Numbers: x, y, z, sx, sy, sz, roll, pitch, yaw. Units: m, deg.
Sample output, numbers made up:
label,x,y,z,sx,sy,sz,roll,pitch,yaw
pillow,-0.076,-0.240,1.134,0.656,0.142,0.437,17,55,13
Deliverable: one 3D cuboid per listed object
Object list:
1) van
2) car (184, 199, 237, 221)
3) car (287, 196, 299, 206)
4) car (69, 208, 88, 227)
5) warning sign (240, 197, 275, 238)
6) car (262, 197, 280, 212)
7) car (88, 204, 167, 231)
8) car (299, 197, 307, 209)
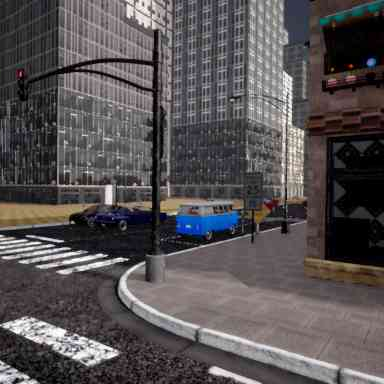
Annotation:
label,x,y,z,sx,sy,sz,roll,pitch,yaw
van,0.904,1.368,16.983,1.690,1.788,3.998,1,1,35
car,1.678,1.413,28.044,2.128,1.511,4.902,1,1,35
car,16.469,1.363,53.243,1.752,1.417,4.829,1,1,35
car,-5.921,1.467,21.852,1.947,1.339,4.313,1,1,35
warning sign,3.184,1.177,16.086,1.300,1.860,1.060,1,1,35
car,7.537,1.505,36.247,1.895,1.301,4.718,1,1,36
car,-3.711,1.540,20.493,1.895,1.301,4.718,1,1,35
car,15.638,1.415,42.204,1.882,1.535,5.008,1,1,36
